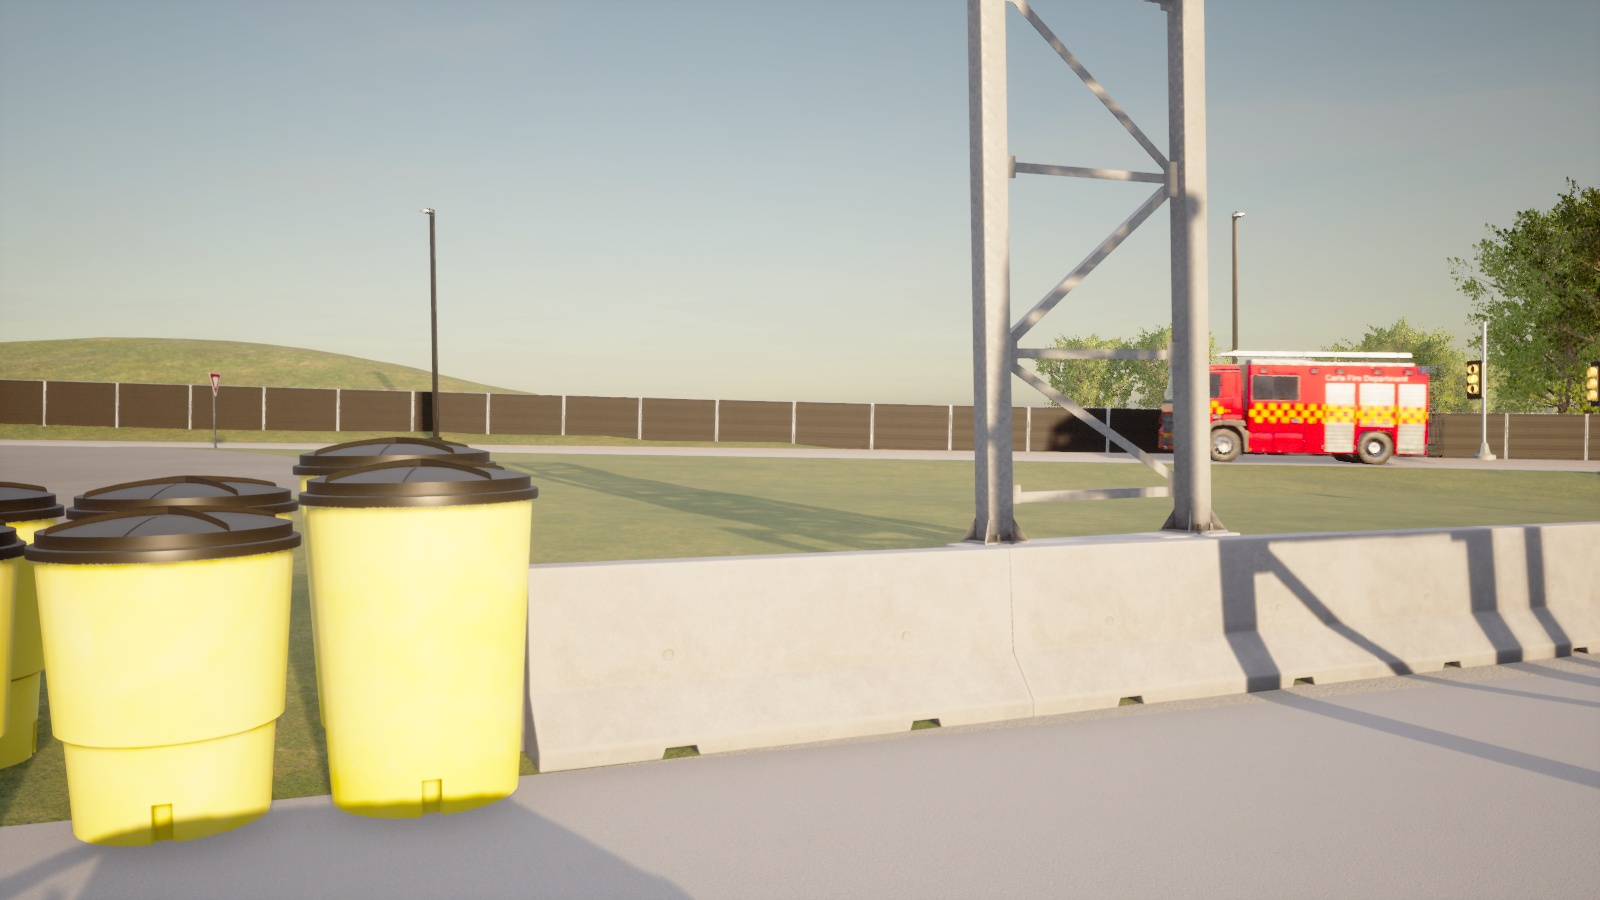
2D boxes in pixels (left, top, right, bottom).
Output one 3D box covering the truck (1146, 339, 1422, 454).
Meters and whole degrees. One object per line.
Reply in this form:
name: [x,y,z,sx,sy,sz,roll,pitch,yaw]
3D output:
truck: [16.671,-1.830,43.738,8.468,3.827,2.891,0,2,4]
